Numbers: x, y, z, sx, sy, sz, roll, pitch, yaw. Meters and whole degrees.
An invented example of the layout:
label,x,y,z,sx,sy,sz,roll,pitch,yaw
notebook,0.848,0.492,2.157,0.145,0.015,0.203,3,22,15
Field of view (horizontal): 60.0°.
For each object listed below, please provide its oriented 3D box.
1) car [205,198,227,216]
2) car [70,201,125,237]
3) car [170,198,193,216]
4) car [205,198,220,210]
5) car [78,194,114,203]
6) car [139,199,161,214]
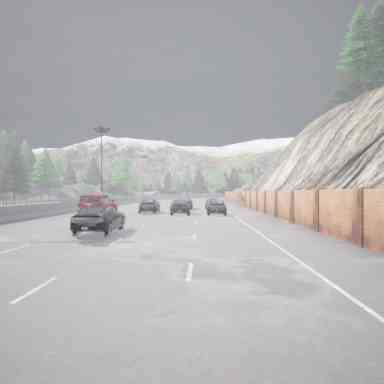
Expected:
label,x,y,z,sx,sy,sz,roll,pitch,yaw
car,2.381,1.491,32.811,2.128,1.511,4.902,0,0,1
car,-4.991,1.491,18.122,2.128,1.511,4.902,0,0,1
car,-1.115,1.505,33.045,1.837,1.490,4.892,0,0,1
car,2.642,1.525,43.256,1.812,1.442,4.674,0,0,1
car,-8.216,1.222,29.113,2.150,2.045,5.566,0,0,1
car,-4.539,1.492,36.000,2.128,1.511,4.902,0,0,1
